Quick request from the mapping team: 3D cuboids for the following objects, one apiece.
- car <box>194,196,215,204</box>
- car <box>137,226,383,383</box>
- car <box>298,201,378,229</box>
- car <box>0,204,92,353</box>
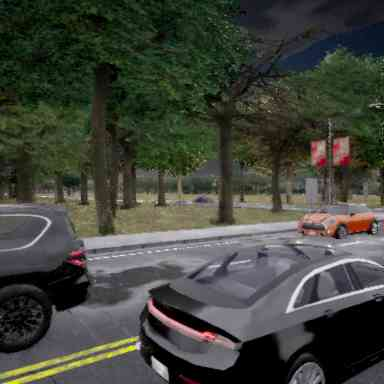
[{"bbox_3d":[2.171,1.501,59.872,1.812,1.442,4.674,0,0,-35],"label":"car"},{"bbox_3d":[1.660,1.490,4.620,4.902,1.511,2.128,0,0,-36],"label":"car"},{"bbox_3d":[7.493,1.358,17.007,4.553,1.767,2.097,0,0,-35],"label":"car"},{"bbox_3d":[-4.280,1.222,4.624,5.566,2.045,2.150,0,0,-36],"label":"car"}]
